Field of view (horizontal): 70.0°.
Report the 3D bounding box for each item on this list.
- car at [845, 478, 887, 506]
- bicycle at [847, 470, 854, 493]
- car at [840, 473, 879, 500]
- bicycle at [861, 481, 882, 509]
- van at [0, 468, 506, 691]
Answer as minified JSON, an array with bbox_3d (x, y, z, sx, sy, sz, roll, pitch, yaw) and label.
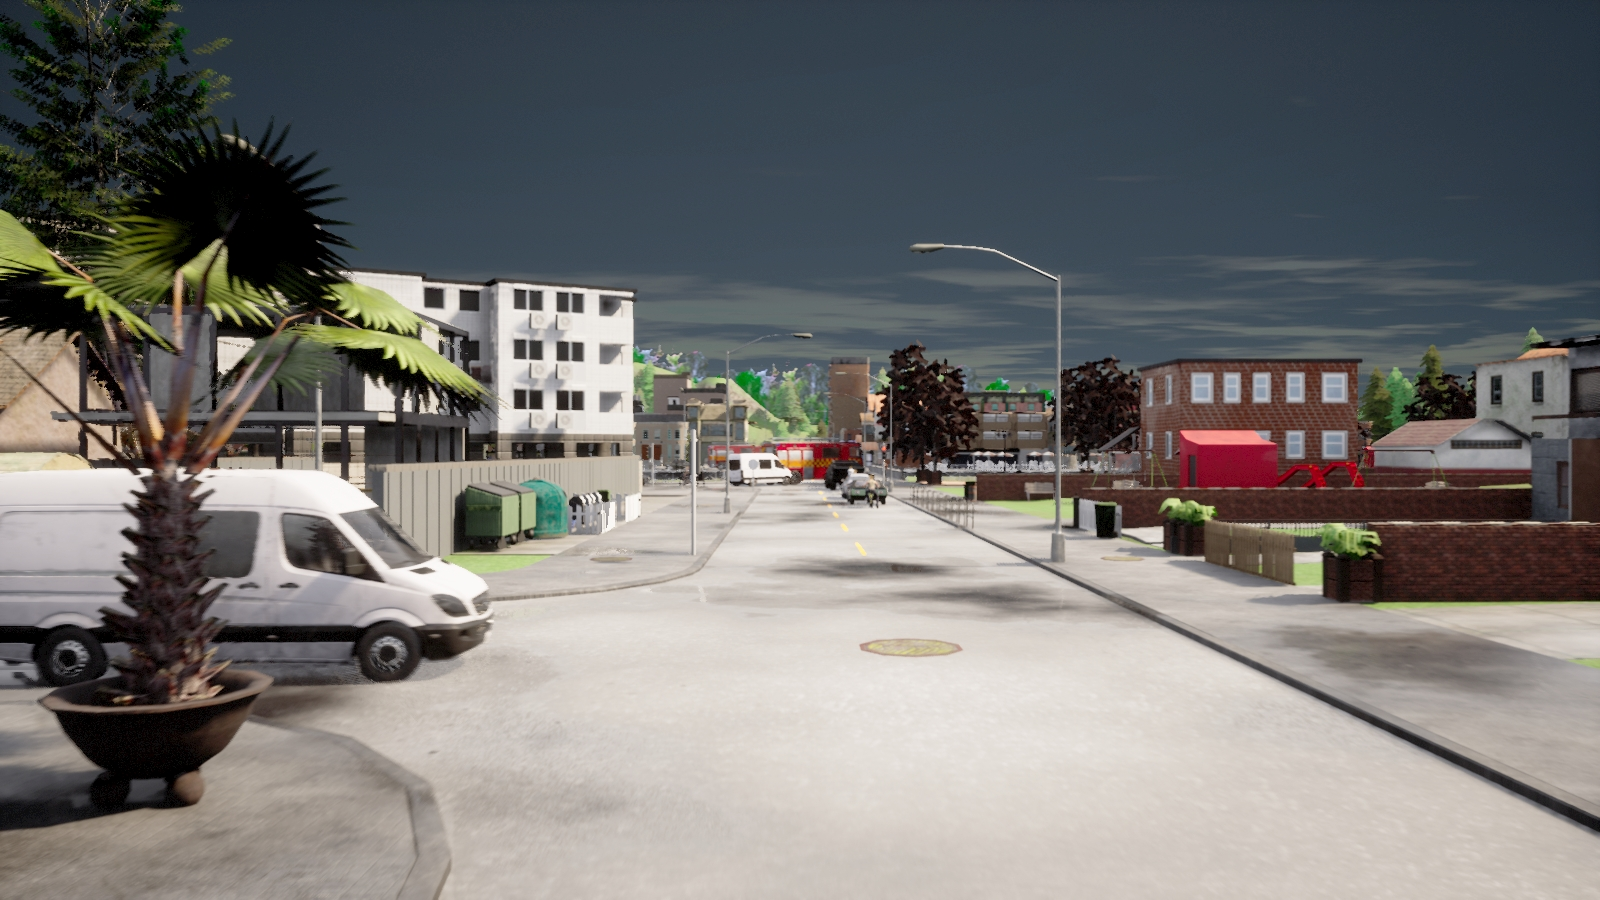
[{"bbox_3d":[3.421,2.155,59.752,1.895,1.301,4.718,0,0,0],"label":"car"},{"bbox_3d":[3.340,2.055,74.892,0.373,1.496,1.643,0,0,0],"label":"bicycle"},{"bbox_3d":[3.406,2.081,66.295,2.002,1.442,4.674,0,0,0],"label":"car"},{"bbox_3d":[3.421,2.157,54.936,0.859,1.276,1.487,0,0,-1],"label":"bicycle"},{"bbox_3d":[-6.936,1.534,14.538,5.915,2.561,1.988,0,0,-4],"label":"van"}]
